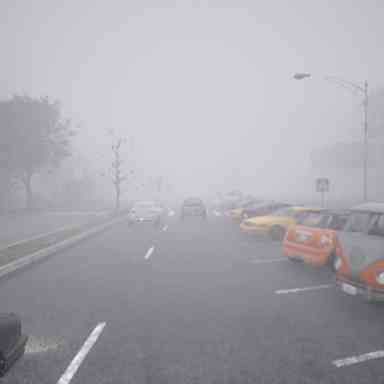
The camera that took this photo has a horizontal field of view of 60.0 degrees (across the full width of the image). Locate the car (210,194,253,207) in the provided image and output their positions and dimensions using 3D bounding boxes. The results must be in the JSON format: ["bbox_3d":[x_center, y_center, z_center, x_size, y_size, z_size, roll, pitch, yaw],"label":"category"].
[{"bbox_3d":[5.054,1.080,42.678,4.892,1.521,2.231,1,0,-20],"label":"car"}]

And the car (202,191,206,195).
[{"bbox_3d":[4.886,1.004,54.541,5.366,1.575,1.946,1,1,-20],"label":"car"}]

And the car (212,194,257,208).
[{"bbox_3d":[5.067,1.098,39.693,5.008,1.535,2.097,1,1,-20],"label":"car"}]

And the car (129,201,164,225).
[{"bbox_3d":[-2.904,1.302,21.568,1.812,1.442,4.674,0,1,0],"label":"car"}]

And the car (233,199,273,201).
[{"bbox_3d":[5.092,1.333,18.835,4.792,1.488,2.163,1,0,-20],"label":"car"}]

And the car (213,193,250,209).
[{"bbox_3d":[5.073,1.147,33.727,4.892,1.521,2.231,1,1,-20],"label":"car"}]

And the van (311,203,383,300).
[{"bbox_3d":[4.964,1.214,6.834,4.442,1.987,1.878,1,1,-20],"label":"van"}]

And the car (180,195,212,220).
[{"bbox_3d":[0.094,1.232,24.889,2.128,1.511,4.902,0,1,0],"label":"car"}]

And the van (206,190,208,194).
[{"bbox_3d":[4.953,0.799,51.581,4.442,1.987,1.878,1,1,-20],"label":"van"}]

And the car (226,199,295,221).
[{"bbox_3d":[5.061,1.273,24.787,4.674,1.452,2.002,1,0,-20],"label":"car"}]

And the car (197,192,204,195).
[{"bbox_3d":[0.092,1.087,41.307,2.128,1.511,4.902,0,0,0],"label":"car"}]

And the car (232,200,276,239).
[{"bbox_3d":[4.893,1.336,15.773,5.366,1.575,1.946,1,1,-20],"label":"car"}]

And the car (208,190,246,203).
[{"bbox_3d":[5.091,0.869,36.726,5.566,2.045,2.435,1,0,-20],"label":"car"}]

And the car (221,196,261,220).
[{"bbox_3d":[4.893,1.262,21.738,5.366,1.575,1.946,1,1,-20],"label":"car"}]

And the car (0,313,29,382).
[{"bbox_3d":[-2.898,1.538,1.540,2.033,1.411,5.357,0,0,0],"label":"car"}]

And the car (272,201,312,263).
[{"bbox_3d":[5.041,1.284,9.862,4.553,1.767,2.185,1,0,-20],"label":"car"}]
